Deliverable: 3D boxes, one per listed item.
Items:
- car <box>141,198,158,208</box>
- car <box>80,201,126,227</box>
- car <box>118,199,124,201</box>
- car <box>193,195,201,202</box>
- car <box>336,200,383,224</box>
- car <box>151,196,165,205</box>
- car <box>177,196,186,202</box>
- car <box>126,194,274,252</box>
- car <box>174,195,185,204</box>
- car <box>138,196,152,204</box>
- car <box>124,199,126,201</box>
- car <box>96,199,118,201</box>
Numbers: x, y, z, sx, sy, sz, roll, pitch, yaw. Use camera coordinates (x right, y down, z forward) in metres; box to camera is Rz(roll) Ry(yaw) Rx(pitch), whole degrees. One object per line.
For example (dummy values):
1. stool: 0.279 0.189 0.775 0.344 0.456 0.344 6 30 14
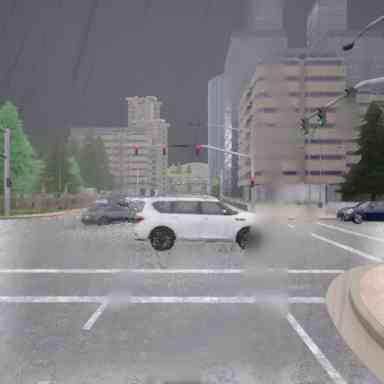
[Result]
1. car: -6.230 1.564 49.497 1.994 1.385 4.181 0 0 0
2. car: -5.496 1.564 22.924 1.994 1.385 4.181 0 0 40
3. car: -9.772 1.601 45.513 1.895 1.301 4.718 0 0 1
4. car: 1.133 1.521 76.618 1.812 1.442 4.674 0 0 1
5. car: 12.948 1.352 24.084 4.553 1.767 2.097 0 0 1
6. car: -6.104 1.477 59.955 1.882 1.535 5.008 0 0 0
7. car: -2.367 1.593 76.683 1.895 1.301 4.718 0 0 1
8. car: 0.421 1.221 13.498 5.566 2.045 2.150 0 0 1
9. car: -2.459 1.477 67.284 1.882 1.535 5.008 0 0 1
10. car: -9.480 1.492 67.173 2.128 1.511 4.902 0 0 1
11. car: -6.325 1.547 40.291 2.033 1.411 5.357 0 0 1
12. car: -9.846 1.526 36.413 1.812 1.442 4.674 0 0 1
